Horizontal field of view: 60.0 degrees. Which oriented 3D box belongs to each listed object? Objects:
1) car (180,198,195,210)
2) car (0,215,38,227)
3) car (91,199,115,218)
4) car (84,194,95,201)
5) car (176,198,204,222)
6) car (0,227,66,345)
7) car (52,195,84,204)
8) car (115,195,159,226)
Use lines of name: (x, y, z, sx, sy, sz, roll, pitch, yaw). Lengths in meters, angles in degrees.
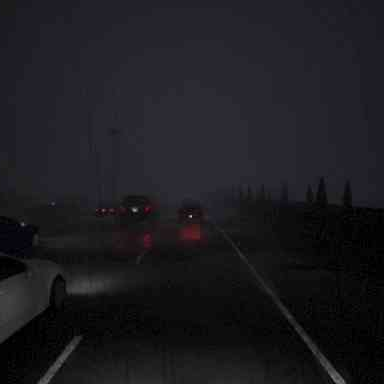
car: (-0.599, 1.499, 42.751, 1.812, 1.442, 4.674, 0, 0, -2)
car: (-6.911, 1.470, 11.106, 1.882, 1.535, 5.008, 0, 0, 0)
car: (-7.219, 1.529, 29.429, 2.033, 1.411, 5.357, 0, 0, -2)
car: (-18.702, 1.093, 59.813, 1.882, 1.535, 5.008, 0, 0, -2)
car: (-0.146, 1.489, 26.348, 1.837, 1.490, 4.892, 0, 0, -1)
car: (-3.401, 1.522, 4.686, 1.812, 1.442, 4.674, 0, 0, 0)
car: (-14.648, 1.326, 38.839, 2.097, 1.767, 4.553, 0, 0, -1)
car: (-3.563, 1.207, 23.118, 2.150, 2.045, 5.566, 0, 0, -1)
